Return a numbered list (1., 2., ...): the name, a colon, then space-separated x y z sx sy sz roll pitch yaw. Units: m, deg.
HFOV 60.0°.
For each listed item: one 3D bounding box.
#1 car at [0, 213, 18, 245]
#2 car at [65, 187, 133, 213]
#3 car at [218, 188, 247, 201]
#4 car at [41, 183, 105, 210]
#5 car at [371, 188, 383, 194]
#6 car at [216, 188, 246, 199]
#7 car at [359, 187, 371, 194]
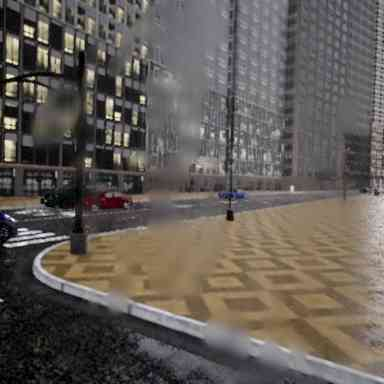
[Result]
1. car: -8.372 0.980 11.144 2.097 1.767 4.553 2 2 34
2. car: -6.702 0.637 25.267 1.882 1.535 5.008 2 2 34
3. car: 5.427 0.286 42.975 1.882 1.535 5.008 2 2 35
4. car: -9.363 0.265 27.115 2.150 2.045 5.566 2 2 34
5. car: 47.121 -0.268 83.017 4.674 1.442 1.812 -1 3 -43
6. car: 5.894 0.148 49.359 2.033 1.411 5.357 2 2 35
7. car: 44.219 -0.397 84.742 4.892 1.490 1.837 -1 3 -43
